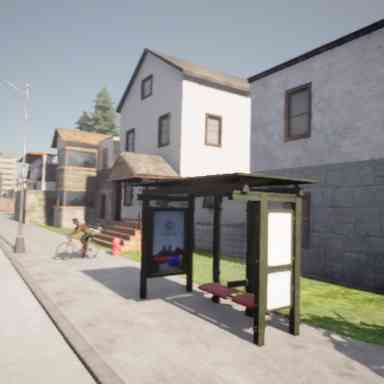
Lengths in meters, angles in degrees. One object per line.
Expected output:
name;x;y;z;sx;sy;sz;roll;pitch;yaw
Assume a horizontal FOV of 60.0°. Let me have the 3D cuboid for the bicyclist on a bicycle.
bicyclist on a bicycle;-4.451;1.839;13.061;1.656;1.620;0.582;3;-3;-34
